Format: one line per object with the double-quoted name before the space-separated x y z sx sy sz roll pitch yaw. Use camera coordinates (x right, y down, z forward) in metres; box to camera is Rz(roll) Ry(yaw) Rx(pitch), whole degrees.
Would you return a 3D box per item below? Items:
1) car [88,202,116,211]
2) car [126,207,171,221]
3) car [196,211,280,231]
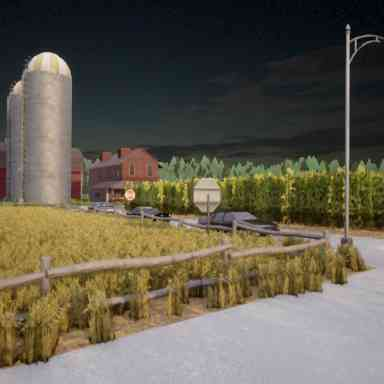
"car" -9.602 1.784 35.420 2.128 1.511 4.902 1 0 -35
"car" -3.552 1.875 26.958 1.895 1.301 4.718 1 -1 -36
"car" 2.412 1.763 18.681 2.033 1.411 5.357 1 -1 -36
